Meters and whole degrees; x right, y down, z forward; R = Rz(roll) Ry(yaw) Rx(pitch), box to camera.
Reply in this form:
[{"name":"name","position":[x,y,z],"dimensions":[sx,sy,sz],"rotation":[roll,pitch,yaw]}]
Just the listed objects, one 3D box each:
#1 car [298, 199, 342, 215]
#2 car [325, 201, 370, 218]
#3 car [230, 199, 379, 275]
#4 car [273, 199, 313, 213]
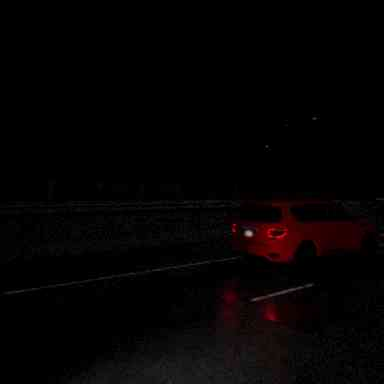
[{"name":"car","position":[13.582,1.555,35.127],"dimensions":[5.008,1.535,1.882],"rotation":[1,0,-35]},{"name":"car","position":[14.915,1.600,31.792],"dimensions":[4.674,1.442,1.812],"rotation":[0,0,-35]},{"name":"car","position":[3.743,1.233,10.710],"dimensions":[5.566,2.045,2.150],"rotation":[0,0,-35]},{"name":"car","position":[11.588,1.604,37.998],"dimensions":[4.674,1.442,1.812],"rotation":[1,0,-35]}]
